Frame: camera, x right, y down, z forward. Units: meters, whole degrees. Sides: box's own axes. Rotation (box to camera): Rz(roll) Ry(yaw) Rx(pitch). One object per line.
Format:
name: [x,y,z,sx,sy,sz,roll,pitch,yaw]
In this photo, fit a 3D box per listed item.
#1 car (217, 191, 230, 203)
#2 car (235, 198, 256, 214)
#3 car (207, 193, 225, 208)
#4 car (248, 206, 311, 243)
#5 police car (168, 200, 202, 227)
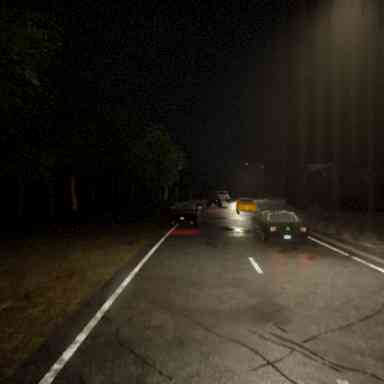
car: [5.797,0.907,62.277,2.150,2.045,5.566,0,0,11]
car: [5.446,1.358,33.772,1.882,1.535,5.008,0,0,6]
car: [3.093,1.319,44.799,1.837,1.490,4.892,0,1,9]
car: [4.059,1.562,15.945,1.895,1.301,4.718,0,0,3]
police car: [-0.411,1.362,22.639,1.930,1.638,5.238,0,0,4]
